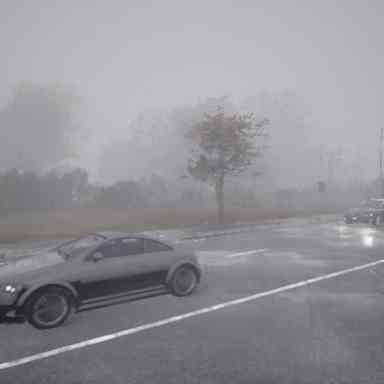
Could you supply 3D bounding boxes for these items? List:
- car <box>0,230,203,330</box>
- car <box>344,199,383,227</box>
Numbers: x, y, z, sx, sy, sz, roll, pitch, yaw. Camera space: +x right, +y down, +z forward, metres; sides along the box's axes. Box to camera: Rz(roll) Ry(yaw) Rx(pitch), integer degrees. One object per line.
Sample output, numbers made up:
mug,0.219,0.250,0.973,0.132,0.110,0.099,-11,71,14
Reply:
car,-1.836,1.538,6.909,4.181,1.385,1.994,-1,0,-35
car,11.395,1.230,20.713,4.892,1.490,1.837,-2,1,-35
